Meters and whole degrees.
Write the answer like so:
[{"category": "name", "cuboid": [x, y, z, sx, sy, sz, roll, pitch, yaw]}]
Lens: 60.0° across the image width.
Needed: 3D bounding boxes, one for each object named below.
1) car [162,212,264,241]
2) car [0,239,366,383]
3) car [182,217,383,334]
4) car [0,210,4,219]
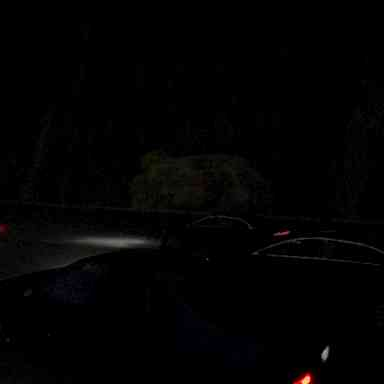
[{"category": "car", "cuboid": [1.111, 1.479, 11.794, 4.902, 1.511, 2.128, 0, 0, 35]}, {"category": "car", "cuboid": [-0.796, 1.543, 4.558, 5.357, 1.411, 2.033, 0, 0, 35]}, {"category": "car", "cuboid": [2.459, 1.491, 6.536, 4.902, 1.511, 2.128, 0, 0, 35]}, {"category": "car", "cuboid": [-15.369, 1.451, 23.535, 4.718, 1.301, 1.895, 1, 0, 35]}]
